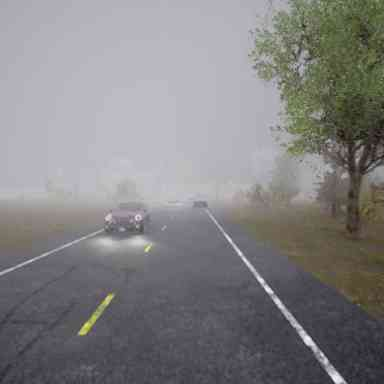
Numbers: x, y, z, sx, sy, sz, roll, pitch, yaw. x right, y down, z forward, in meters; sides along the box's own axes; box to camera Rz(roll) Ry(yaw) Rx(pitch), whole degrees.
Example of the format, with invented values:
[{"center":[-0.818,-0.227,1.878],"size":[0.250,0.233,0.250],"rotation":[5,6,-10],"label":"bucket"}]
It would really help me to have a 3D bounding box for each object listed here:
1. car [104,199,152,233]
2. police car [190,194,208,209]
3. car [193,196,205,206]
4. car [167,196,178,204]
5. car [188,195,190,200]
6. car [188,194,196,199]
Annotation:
[{"center":[-3.592,1.338,19.325],"size":[2.097,1.767,4.553],"rotation":[0,0,0],"label":"car"},{"center":[1.065,1.376,43.599],"size":[1.930,1.638,5.238],"rotation":[0,0,0],"label":"police car"},{"center":[1.067,1.433,53.491],"size":[1.837,1.490,4.892],"rotation":[0,0,0],"label":"car"},{"center":[-3.504,1.432,61.116],"size":[1.812,1.442,4.674],"rotation":[0,0,1],"label":"car"},{"center":[0.026,1.296,77.879],"size":[1.895,1.301,4.718],"rotation":[0,0,0],"label":"car"},{"center":[0.025,1.218,93.884],"size":[2.033,1.411,5.357],"rotation":[0,0,0],"label":"car"}]
